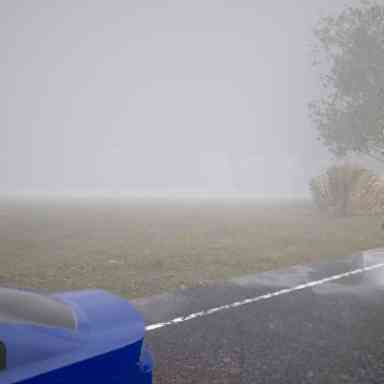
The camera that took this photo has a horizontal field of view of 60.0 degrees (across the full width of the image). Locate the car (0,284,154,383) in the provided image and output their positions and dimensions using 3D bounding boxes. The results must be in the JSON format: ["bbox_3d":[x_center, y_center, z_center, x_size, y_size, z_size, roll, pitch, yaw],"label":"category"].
[{"bbox_3d":[-2.673,1.479,2.110,5.008,1.535,1.882,0,0,-36],"label":"car"}]
